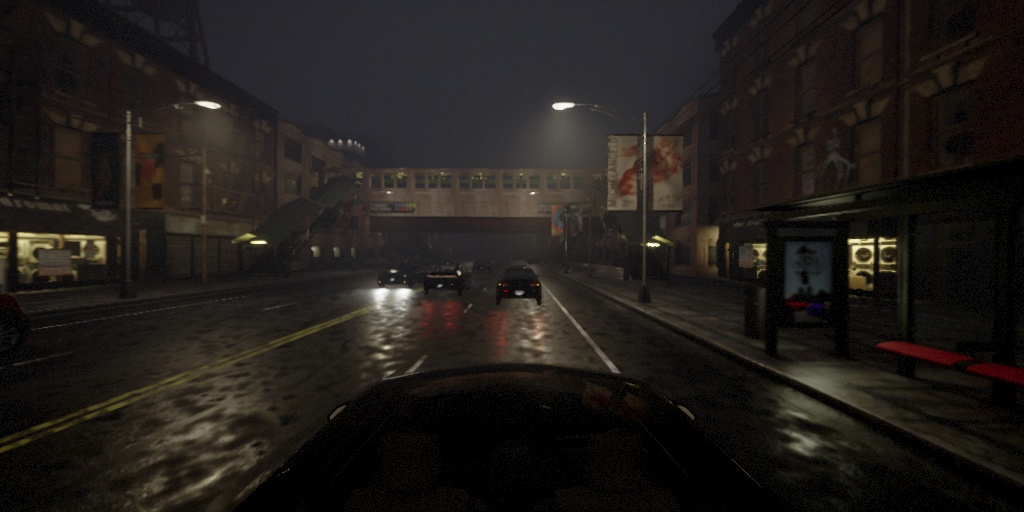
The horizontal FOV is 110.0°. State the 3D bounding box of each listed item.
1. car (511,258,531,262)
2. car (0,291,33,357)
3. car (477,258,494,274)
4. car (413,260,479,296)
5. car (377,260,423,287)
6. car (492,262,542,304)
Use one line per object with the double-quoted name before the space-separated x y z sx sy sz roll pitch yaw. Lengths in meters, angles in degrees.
"car" 0.540 1.139 34.697 1.895 1.301 4.718 0 0 1
"car" -10.573 1.012 5.049 2.097 1.767 4.553 0 0 1
"car" -2.925 0.978 37.138 1.882 1.535 5.008 0 0 1
"car" -3.185 1.112 18.426 2.128 1.511 4.902 0 0 1
"car" -6.742 1.138 22.243 1.994 1.385 4.181 0 0 1
"car" 0.280 1.187 15.606 1.812 1.442 4.674 0 0 1
